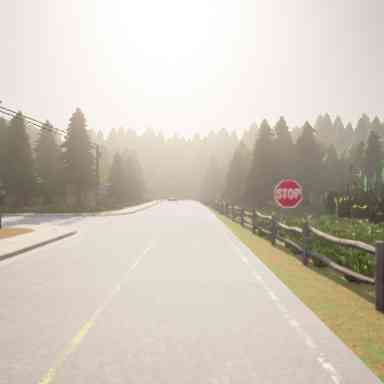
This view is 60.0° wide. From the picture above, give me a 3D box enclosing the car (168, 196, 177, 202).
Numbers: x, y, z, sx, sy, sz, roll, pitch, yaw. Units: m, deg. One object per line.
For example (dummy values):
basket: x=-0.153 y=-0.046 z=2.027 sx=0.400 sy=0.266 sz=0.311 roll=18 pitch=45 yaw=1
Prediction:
car: x=-4.208 y=1.501 z=72.934 sx=2.033 sy=1.411 sz=5.357 roll=0 pitch=0 yaw=-2
